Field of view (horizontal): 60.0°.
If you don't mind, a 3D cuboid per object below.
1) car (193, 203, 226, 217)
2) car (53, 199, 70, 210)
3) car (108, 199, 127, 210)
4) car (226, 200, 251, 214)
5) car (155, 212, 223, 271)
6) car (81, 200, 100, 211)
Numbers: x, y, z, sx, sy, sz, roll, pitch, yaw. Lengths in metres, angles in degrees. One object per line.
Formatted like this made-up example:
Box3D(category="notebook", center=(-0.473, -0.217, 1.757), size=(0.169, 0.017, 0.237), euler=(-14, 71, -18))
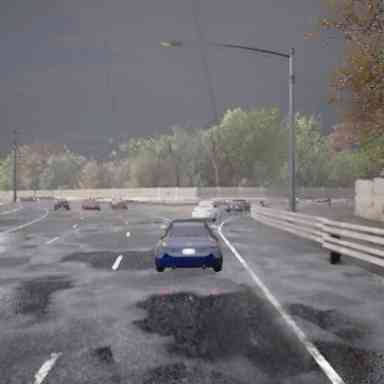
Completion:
Box3D(category="car", center=(1.289, 1.590, 27.128), size=(1.812, 1.442, 4.674), euler=(0, 0, 14))
Box3D(category="car", center=(-17.748, 1.676, 45.188), size=(1.837, 1.490, 4.892), euler=(0, 0, -25))
Box3D(category="car", center=(-10.089, 1.672, 45.197), size=(1.812, 1.442, 4.674), euler=(0, 0, -24))
Box3D(category="car", center=(5.442, 1.624, 37.371), size=(2.033, 1.411, 5.357), euler=(0, 0, 31))
Box3D(category="car", center=(-0.102, 1.592, 11.036), size=(1.994, 1.385, 4.181), euler=(0, 0, 0))
Box3D(category="car", center=(-13.594, 1.720, 44.450), size=(1.994, 1.385, 4.181), euler=(0, 0, -24))
